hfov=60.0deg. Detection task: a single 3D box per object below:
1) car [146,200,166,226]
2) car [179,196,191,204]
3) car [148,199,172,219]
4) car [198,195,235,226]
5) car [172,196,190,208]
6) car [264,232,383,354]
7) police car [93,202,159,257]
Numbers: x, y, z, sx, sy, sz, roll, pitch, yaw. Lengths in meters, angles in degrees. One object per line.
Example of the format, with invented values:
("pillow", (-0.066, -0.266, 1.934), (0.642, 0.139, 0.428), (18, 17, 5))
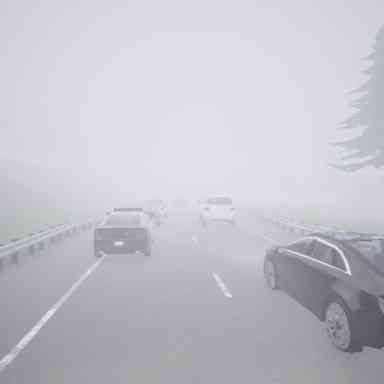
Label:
("car", (-2.991, 1.530, 22.947), (1.812, 1.442, 4.674), (0, 0, -2))
("car", (-1.311, 1.503, 63.538), (2.128, 1.511, 4.902), (0, 0, 2))
("car", (-3.132, 1.356, 28.901), (2.097, 1.767, 4.553), (0, 0, -1))
("car", (1.690, 1.228, 23.714), (2.150, 2.045, 5.566), (0, 0, -2))
("car", (-1.843, 1.361, 48.483), (2.097, 1.767, 4.553), (0, 0, 2))
("car", (2.812, 1.493, 6.160), (2.128, 1.511, 4.902), (0, 0, -5))
("police car", (-2.486, 1.428, 13.095), (1.930, 1.638, 5.238), (0, 0, -4))
